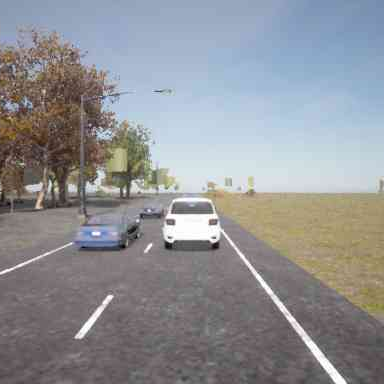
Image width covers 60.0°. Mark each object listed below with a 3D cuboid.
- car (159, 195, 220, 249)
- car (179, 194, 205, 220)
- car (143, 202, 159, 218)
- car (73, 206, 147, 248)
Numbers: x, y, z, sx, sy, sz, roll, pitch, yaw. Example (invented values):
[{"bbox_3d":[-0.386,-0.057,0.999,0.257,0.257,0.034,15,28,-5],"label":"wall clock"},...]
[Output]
[{"bbox_3d":[0.000,1.260,14.682,2.150,2.045,5.566,0,0,0],"label":"car"},{"bbox_3d":[0.000,1.263,29.682,2.150,2.045,5.566,0,0,0],"label":"car"},{"bbox_3d":[-3.500,1.569,29.651,2.033,1.411,5.357,0,0,0],"label":"car"},{"bbox_3d":[-3.500,1.565,14.651,2.033,1.411,5.357,0,0,0],"label":"car"}]
